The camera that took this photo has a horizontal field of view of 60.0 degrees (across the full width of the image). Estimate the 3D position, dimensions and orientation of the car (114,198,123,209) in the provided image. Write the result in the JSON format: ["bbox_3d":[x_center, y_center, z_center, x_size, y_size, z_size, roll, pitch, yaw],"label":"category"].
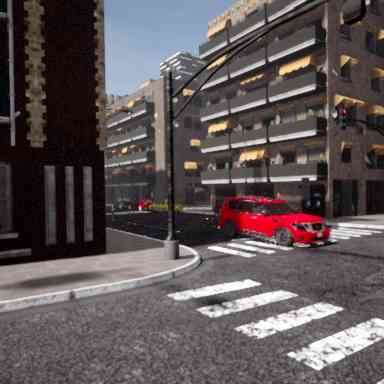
[{"bbox_3d":[-9.117,1.454,43.392,2.008,1.369,4.403,-1,1,-35],"label":"car"}]

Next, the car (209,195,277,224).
[{"bbox_3d":[3.755,1.218,25.310,2.192,1.841,5.009,-1,1,-35],"label":"car"}]

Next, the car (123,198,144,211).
[{"bbox_3d":[-5.898,1.448,38.872,1.887,1.381,4.507,-1,1,-35],"label":"car"}]

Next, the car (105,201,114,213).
[{"bbox_3d":[-10.526,1.341,35.556,2.097,1.767,4.553,-1,1,-35],"label":"car"}]

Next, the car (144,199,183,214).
[{"bbox_3d":[-2.778,1.428,34.491,1.752,1.417,4.829,-1,1,-35],"label":"car"}]

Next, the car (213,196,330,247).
[{"bbox_3d":[3.592,1.322,15.732,2.150,2.045,5.566,-1,2,-35],"label":"car"}]
